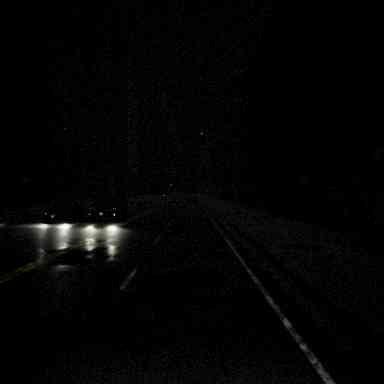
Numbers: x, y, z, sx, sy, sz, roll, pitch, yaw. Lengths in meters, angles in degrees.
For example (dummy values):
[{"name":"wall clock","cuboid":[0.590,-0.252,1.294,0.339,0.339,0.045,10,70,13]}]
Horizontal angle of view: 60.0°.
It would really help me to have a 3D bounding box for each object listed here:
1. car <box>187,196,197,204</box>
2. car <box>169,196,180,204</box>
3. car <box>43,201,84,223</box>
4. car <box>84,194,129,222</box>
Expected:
[{"name":"car","cuboid":[-0.025,1.455,61.579,1.882,1.535,5.008,0,0,0]},{"name":"car","cuboid":[-3.274,1.526,61.577,2.033,1.411,5.357,0,0,0]},{"name":"car","cuboid":[-9.780,1.500,25.775,1.837,1.490,4.892,0,-1,0]},{"name":"car","cuboid":[-6.520,1.218,26.640,2.150,2.045,5.566,0,0,0]}]
